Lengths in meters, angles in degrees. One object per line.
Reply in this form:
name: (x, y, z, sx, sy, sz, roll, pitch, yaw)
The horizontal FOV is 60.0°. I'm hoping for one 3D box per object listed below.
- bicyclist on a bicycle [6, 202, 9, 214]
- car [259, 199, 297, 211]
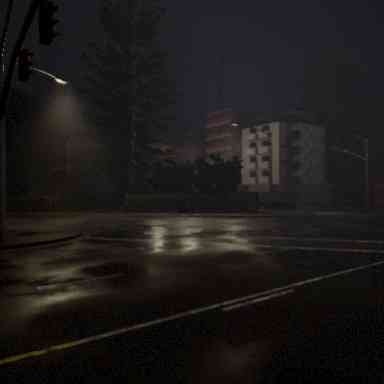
bicyclist on a bicycle: (-18.670, 1.368, 32.794, 0.582, 1.620, 1.656, 0, 0, 9)
car: (9.421, 1.408, 37.627, 1.895, 1.301, 4.718, -1, 0, -35)
